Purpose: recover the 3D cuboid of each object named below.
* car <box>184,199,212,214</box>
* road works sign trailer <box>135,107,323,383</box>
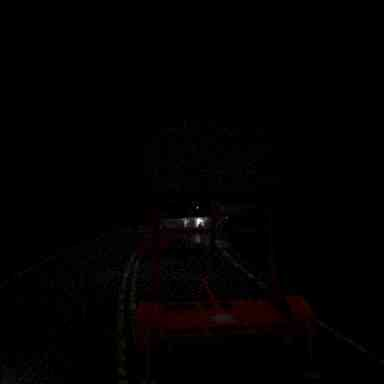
[{"bbox_3d":[0.702,1.546,35.279,1.812,1.442,4.674,-4,-1,21],"label":"car"},{"bbox_3d":[0.325,0.478,5.335,2.380,3.560,2.880,-1,0,-6],"label":"road works sign trailer"}]
